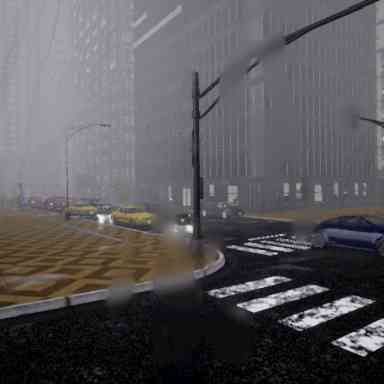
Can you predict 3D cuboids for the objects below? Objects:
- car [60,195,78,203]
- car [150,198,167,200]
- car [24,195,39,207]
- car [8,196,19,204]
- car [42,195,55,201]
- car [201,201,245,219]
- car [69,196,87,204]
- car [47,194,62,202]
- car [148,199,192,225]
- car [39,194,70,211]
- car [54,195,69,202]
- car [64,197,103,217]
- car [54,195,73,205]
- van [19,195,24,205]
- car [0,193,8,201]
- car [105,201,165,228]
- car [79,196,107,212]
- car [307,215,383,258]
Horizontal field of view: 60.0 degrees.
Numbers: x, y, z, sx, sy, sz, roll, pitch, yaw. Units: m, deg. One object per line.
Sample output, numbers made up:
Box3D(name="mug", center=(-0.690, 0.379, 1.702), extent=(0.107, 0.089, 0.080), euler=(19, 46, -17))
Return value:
Box3D(name="car", center=(-23.608, 1.385, 63.722), extent=(2.008, 1.369, 4.403), euler=(-1, 1, -36))
Box3D(name="car", center=(-4.088, 1.328, 36.693), extent=(1.967, 1.590, 4.097), euler=(-1, 1, -36))
Box3D(name="car", center=(-23.514, 1.410, 50.098), extent=(1.967, 1.590, 4.097), euler=(-1, 1, -36))
Box3D(name="car", center=(-33.250, 1.493, 63.630), extent=(2.008, 1.369, 4.403), euler=(-1, 1, -36))
Box3D(name="car", center=(-33.445, 1.330, 77.391), extent=(1.752, 1.417, 4.829), euler=(-1, 1, -36))
Box3D(name="car", center=(2.463, 1.455, 27.713), extent=(2.008, 1.369, 4.403), euler=(-1, 1, -36))
Box3D(name="car", center=(-20.363, 1.388, 59.211), extent=(1.887, 1.381, 4.507), euler=(-1, 1, -36))
Box3D(name="car", center=(-30.101, 1.255, 72.742), extent=(1.967, 1.590, 4.097), euler=(-1, 1, -36))
Box3D(name="car", center=(-2.186, 1.534, 24.678), extent=(2.033, 1.411, 5.357), euler=(-1, 1, -36))
Box3D(name="car", center=(-17.022, 1.429, 41.076), extent=(1.967, 1.590, 4.097), euler=(-1, 1, -36))
Box3D(name="car", center=(-26.854, 1.406, 68.233), extent=(1.802, 1.307, 4.206), euler=(-1, 1, -36))
Box3D(name="car", center=(-10.479, 1.533, 31.885), extent=(1.752, 1.417, 4.829), euler=(-1, 1, -36))
Box3D(name="car", center=(-22.409, 1.357, 57.846), extent=(1.882, 1.535, 5.008), euler=(-1, 1, -35))
Box3D(name="van", center=(-26.761, 1.302, 54.607), extent=(1.690, 1.788, 3.998), euler=(-1, 1, -36))
Box3D(name="car", center=(-46.233, 1.448, 81.672), extent=(1.887, 1.381, 4.507), euler=(-1, 1, -36))
Box3D(name="car", center=(-4.044, 1.551, 22.821), extent=(1.752, 1.417, 4.829), euler=(-1, 1, -36))
Box3D(name="car", center=(-10.023, 1.457, 35.583), extent=(2.128, 1.511, 4.902), euler=(-1, 1, -36))
Box3D(name="car", center=(6.546, 1.564, 12.572), extent=(1.994, 1.385, 4.181), euler=(0, 0, -36))
